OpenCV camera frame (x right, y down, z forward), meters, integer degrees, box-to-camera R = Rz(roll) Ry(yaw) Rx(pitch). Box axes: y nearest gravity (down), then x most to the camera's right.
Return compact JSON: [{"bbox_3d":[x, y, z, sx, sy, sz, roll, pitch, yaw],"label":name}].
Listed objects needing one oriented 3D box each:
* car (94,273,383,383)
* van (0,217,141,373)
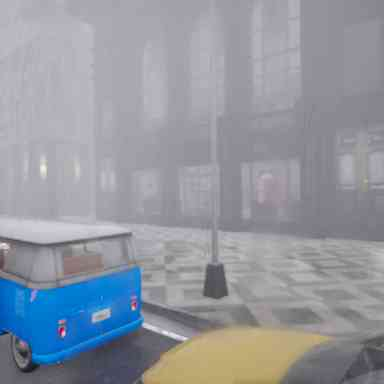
[{"bbox_3d":[1.620,1.490,1.948,4.829,1.417,1.752,-1,0,40],"label":"car"},{"bbox_3d":[-2.588,1.360,5.438,3.998,1.788,1.690,-1,0,40],"label":"van"}]
